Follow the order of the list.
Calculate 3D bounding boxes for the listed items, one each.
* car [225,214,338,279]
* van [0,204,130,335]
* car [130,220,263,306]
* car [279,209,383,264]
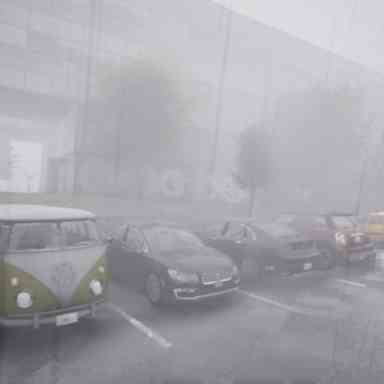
[{"bbox_3d":[1.382,1.517,9.961,2.231,1.521,4.892,0,0,-36],"label":"car"},{"bbox_3d":[-3.095,1.259,6.619,1.878,1.987,4.442,0,0,-36],"label":"van"},{"bbox_3d":[-0.897,1.501,8.344,2.231,1.521,4.892,0,0,-36],"label":"car"},{"bbox_3d":[3.668,1.405,11.566,2.185,1.767,4.553,0,0,-36],"label":"car"}]
